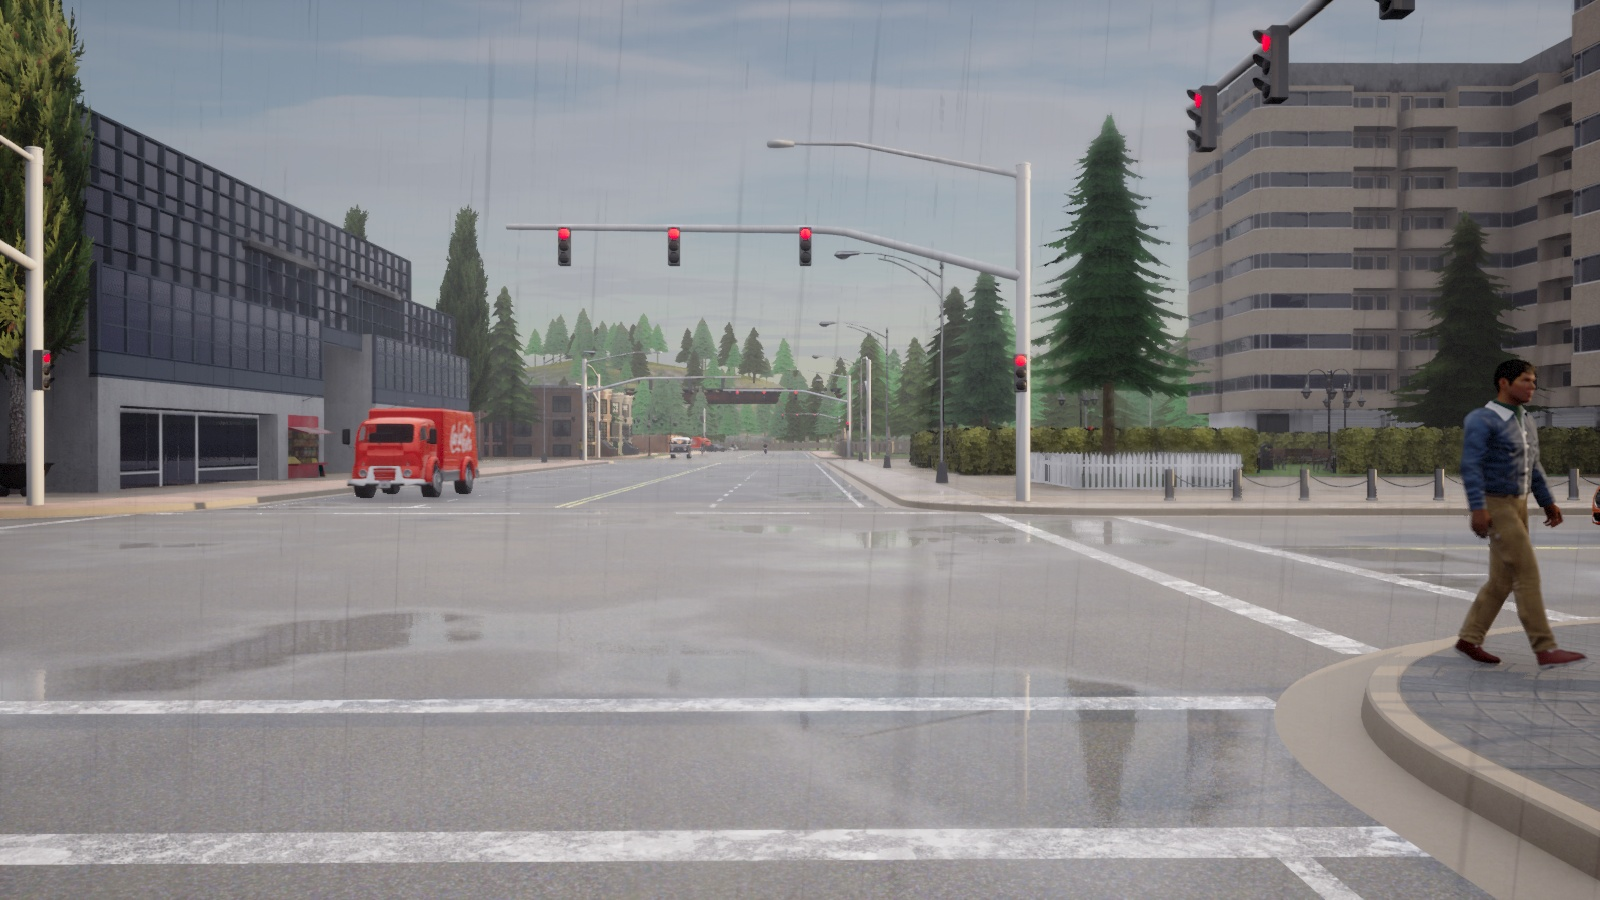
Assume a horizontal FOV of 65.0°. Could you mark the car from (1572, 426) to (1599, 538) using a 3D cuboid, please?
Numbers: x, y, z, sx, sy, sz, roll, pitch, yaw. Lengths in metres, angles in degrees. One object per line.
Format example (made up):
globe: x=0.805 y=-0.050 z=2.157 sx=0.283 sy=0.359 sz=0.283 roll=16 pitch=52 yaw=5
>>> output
car: x=14.889 y=0.507 z=19.479 sx=4.553 sy=1.767 sz=2.097 roll=0 pitch=0 yaw=0

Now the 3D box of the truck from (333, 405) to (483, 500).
truck: x=-10.857 y=0.052 z=35.280 sx=2.627 sy=2.467 sz=5.204 roll=0 pitch=0 yaw=0

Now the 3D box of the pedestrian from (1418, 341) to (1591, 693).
pedestrian: x=4.131 y=0.367 z=7.397 sx=0.423 sy=1.949 sz=0.788 roll=0 pitch=0 yaw=-24
